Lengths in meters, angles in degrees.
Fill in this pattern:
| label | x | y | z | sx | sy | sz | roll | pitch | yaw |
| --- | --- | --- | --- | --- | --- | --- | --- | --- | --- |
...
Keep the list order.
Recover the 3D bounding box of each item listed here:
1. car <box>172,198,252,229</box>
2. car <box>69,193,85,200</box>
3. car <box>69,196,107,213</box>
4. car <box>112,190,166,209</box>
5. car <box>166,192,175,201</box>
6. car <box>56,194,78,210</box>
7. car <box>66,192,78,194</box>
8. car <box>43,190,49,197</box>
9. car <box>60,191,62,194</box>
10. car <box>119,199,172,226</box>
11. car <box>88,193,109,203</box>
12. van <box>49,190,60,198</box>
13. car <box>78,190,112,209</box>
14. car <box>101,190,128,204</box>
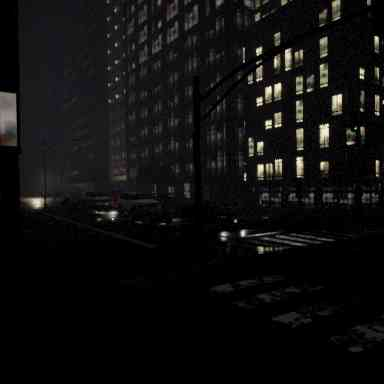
| label | x | y | z | sx | sy | sz | roll | pitch | yaw |
| --- | --- | --- | --- | --- | --- | --- | --- | --- | --- |
| car | 1.099 | 1.382 | 21.057 | 2.128 | 1.511 | 4.902 | -1 | 1 | -35 |
| car | -22.862 | 0.889 | 66.062 | 1.887 | 1.381 | 4.507 | -1 | 1 | -35 |
| car | -10.537 | 1.354 | 33.401 | 1.947 | 1.339 | 4.313 | -1 | 1 | -35 |
| car | -4.861 | 1.021 | 29.704 | 2.150 | 2.045 | 5.566 | -1 | 1 | -35 |
| car | -3.661 | 0.963 | 38.185 | 2.192 | 1.841 | 5.009 | -1 | 1 | -35 |
| car | -13.739 | 1.289 | 38.047 | 2.008 | 1.369 | 4.403 | -1 | 1 | -35 |
| car | -19.329 | 1.082 | 56.180 | 1.895 | 1.301 | 4.718 | -1 | 1 | -35 |
| car | -35.663 | 0.688 | 84.644 | 2.008 | 1.369 | 4.403 | -1 | 1 | -35 |
| car | -26.062 | 0.733 | 70.706 | 1.967 | 1.590 | 4.097 | -1 | 1 | -35 |
| car | -2.910 | 1.455 | 22.378 | 2.008 | 1.369 | 4.403 | -1 | 1 | -35 |
| car | -15.950 | 0.919 | 56.806 | 1.882 | 1.535 | 5.008 | -1 | 1 | -35 |
| van | -32.463 | 0.530 | 79.996 | 1.690 | 1.788 | 3.998 | -1 | 1 | -35 |
| car | -10.930 | 0.927 | 38.535 | 2.150 | 2.045 | 5.566 | -1 | 1 | -35 |
| car | -12.026 | 0.733 | 51.043 | 2.150 | 2.045 | 5.566 | -1 | 1 | -35 |
